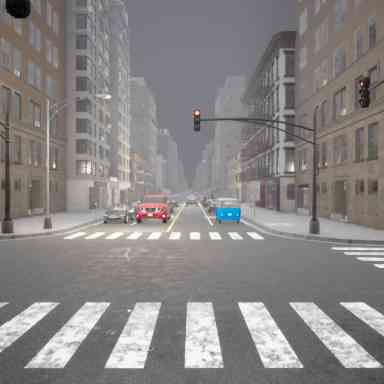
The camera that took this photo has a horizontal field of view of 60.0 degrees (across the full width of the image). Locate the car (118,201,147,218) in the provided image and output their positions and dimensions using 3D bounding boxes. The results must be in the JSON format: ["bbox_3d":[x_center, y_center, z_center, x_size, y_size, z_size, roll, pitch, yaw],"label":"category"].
[{"bbox_3d":[-5.401,1.543,30.638,1.887,1.381,4.507,0,0,0],"label":"car"}]

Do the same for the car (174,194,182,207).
[{"bbox_3d":[-2.851,1.498,48.336,1.837,1.490,4.892,0,0,0],"label":"car"}]

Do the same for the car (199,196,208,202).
[{"bbox_3d":[2.607,1.524,76.100,2.008,1.369,4.403,0,0,0],"label":"car"}]

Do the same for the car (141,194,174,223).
[{"bbox_3d":[-2.858,1.220,25.637,2.150,2.045,5.566,0,0,0],"label":"car"}]

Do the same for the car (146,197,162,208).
[{"bbox_3d":[-5.407,1.520,47.515,1.752,1.417,4.829,0,0,0],"label":"car"}]

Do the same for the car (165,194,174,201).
[{"bbox_3d":[-5.421,1.409,81.775,1.967,1.590,4.097,0,0,0],"label":"car"}]

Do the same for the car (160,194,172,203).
[{"bbox_3d":[-5.416,1.293,70.411,2.192,1.841,5.009,0,0,0],"label":"car"}]

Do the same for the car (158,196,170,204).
[{"bbox_3d":[-5.414,1.548,64.730,1.947,1.339,4.313,0,0,0],"label":"car"}]

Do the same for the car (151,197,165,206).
[{"bbox_3d":[-5.409,1.556,53.367,1.947,1.339,4.313,0,0,0],"label":"car"}]

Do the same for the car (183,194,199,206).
[{"bbox_3d":[-0.023,1.537,54.681,2.033,1.411,5.357,0,0,0],"label":"car"}]

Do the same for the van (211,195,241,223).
[{"bbox_3d":[2.626,1.340,24.969,1.690,1.788,3.998,0,0,0],"label":"van"}]

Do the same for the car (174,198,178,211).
[{"bbox_3d":[-2.866,1.599,35.453,1.895,1.301,4.718,0,0,0],"label":"car"}]

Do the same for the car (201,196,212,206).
[{"bbox_3d":[2.618,1.576,47.694,1.802,1.307,4.206,0,0,0],"label":"car"}]

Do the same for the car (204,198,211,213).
[{"bbox_3d":[2.622,1.580,36.331,1.802,1.307,4.206,0,0,0],"label":"car"}]

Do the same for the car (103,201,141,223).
[{"bbox_3d":[-5.399,1.549,24.957,2.008,1.369,4.403,0,0,0],"label":"car"}]

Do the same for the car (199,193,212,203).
[{"bbox_3d":[2.616,1.305,53.375,2.192,1.841,5.009,0,0,0],"label":"car"}]

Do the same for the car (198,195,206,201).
[{"bbox_3d":[2.602,1.531,87.463,1.947,1.339,4.313,0,0,0],"label":"car"}]
